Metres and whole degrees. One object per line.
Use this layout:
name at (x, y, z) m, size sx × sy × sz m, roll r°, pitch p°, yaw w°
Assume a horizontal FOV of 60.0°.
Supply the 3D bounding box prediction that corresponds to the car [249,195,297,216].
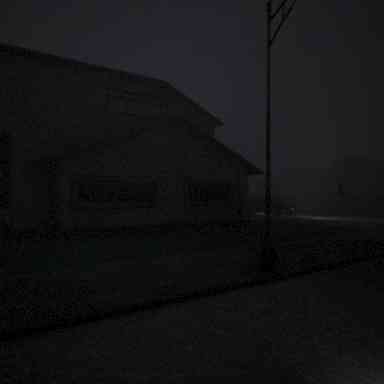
car at (8.262, 1.370, 34.885) m, size 2.150 × 2.045 × 5.566 m, roll 0°, pitch 0°, yaw -35°
